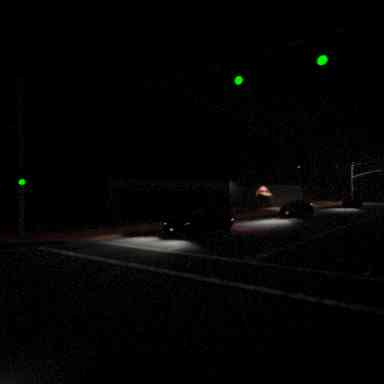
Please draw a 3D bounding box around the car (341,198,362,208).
[{"bbox_3d":[22.395,1.538,46.567,1.895,1.301,4.718,0,0,37],"label":"car"}]

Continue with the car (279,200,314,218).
[{"bbox_3d":[9.439,1.480,29.808,2.128,1.511,4.902,0,0,37],"label":"car"}]

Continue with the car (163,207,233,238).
[{"bbox_3d":[0.470,1.551,18.069,1.812,1.442,4.674,0,0,40],"label":"car"}]
